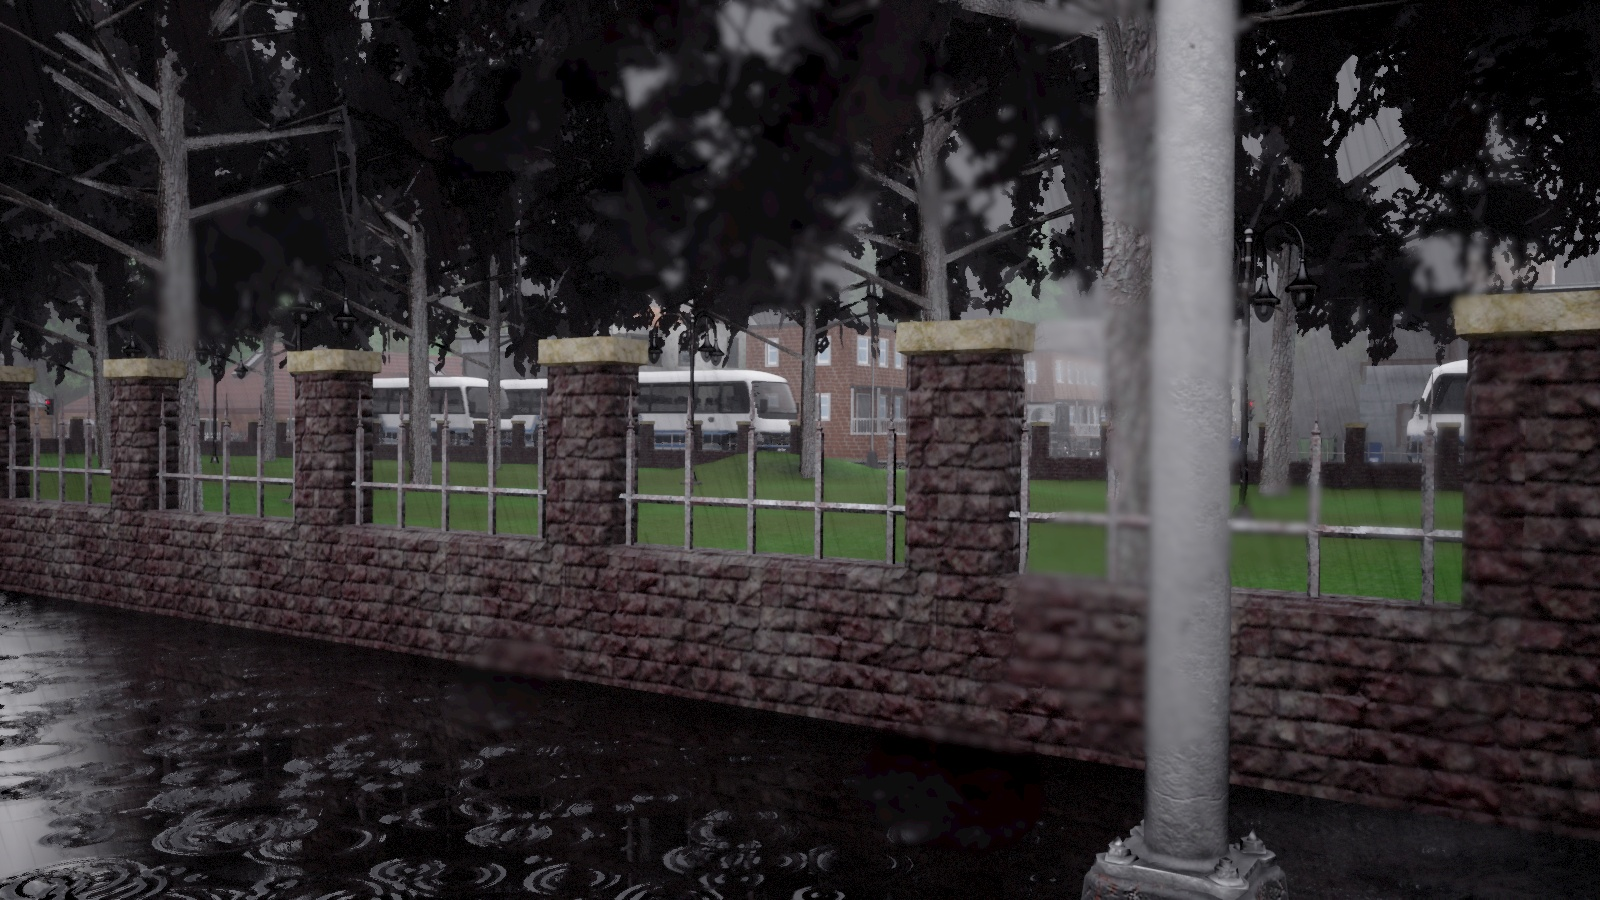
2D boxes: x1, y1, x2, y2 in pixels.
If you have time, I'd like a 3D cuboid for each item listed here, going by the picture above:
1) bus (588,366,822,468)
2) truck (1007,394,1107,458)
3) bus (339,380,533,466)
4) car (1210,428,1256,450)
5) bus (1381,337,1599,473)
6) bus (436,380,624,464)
[{"bbox_3d":[-4.417,-1.381,56.794,10.273,4.253,3.944,0,1,34],"label":"bus"},{"bbox_3d":[14.964,-1.379,72.713,2.891,3.462,7.936,0,1,34],"label":"truck"},{"bbox_3d":[-19.407,-1.380,66.686,10.273,4.253,3.944,0,1,32],"label":"bus"},{"bbox_3d":[30.775,-0.787,89.207,1.882,1.535,5.008,0,1,34],"label":"car"},{"bbox_3d":[25.280,-1.444,41.745,10.273,4.253,3.944,0,1,35],"label":"bus"},{"bbox_3d":[-14.816,-1.446,68.471,10.273,4.253,3.944,-1,1,34],"label":"bus"}]
